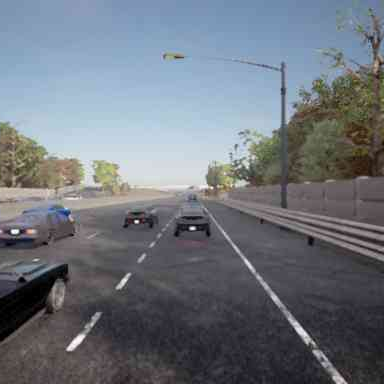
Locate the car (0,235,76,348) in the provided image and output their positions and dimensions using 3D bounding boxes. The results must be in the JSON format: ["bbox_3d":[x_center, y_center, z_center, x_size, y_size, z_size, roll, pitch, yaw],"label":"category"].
[{"bbox_3d":[-3.389,1.617,4.699,1.895,1.301,4.718,0,0,0],"label":"car"}]

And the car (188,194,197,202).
[{"bbox_3d":[0.143,1.518,83.490,2.150,2.045,5.566,0,0,0],"label":"car"}]

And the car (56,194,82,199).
[{"bbox_3d":[-20.921,1.425,57.820,2.150,2.045,5.566,0,0,1],"label":"car"}]

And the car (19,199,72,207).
[{"bbox_3d":[-10.353,1.550,24.266,1.882,1.535,5.008,0,0,0],"label":"car"}]

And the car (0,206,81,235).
[{"bbox_3d":[-6.873,1.593,15.446,2.033,1.411,5.357,0,0,0],"label":"car"}]

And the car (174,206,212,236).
[{"bbox_3d":[0.033,1.547,18.790,1.837,1.490,4.892,0,0,0],"label":"car"}]

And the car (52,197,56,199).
[{"bbox_3d":[-24.406,1.695,59.937,1.882,1.535,5.008,0,0,0],"label":"car"}]

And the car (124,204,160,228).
[{"bbox_3d":[-3.358,1.561,22.657,1.837,1.490,4.892,0,0,0],"label":"car"}]

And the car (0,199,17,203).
[{"bbox_3d":[-31.402,1.819,58.034,1.895,1.301,4.718,0,0,0],"label":"car"}]

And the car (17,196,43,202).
[{"bbox_3d":[-27.911,1.569,58.278,2.097,1.767,4.553,0,0,0],"label":"car"}]
